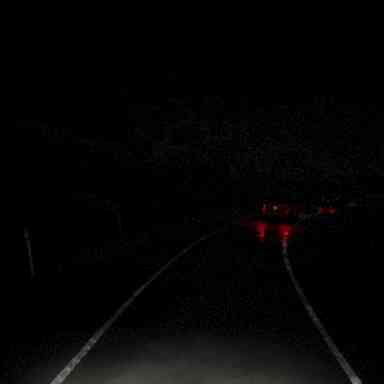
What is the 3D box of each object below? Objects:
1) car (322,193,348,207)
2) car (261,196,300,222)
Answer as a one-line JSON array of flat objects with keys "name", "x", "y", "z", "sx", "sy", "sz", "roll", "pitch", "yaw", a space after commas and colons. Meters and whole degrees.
[{"name": "car", "x": 16.458, "y": 0.805, "z": 38.200, "sx": 1.812, "sy": 1.442, "sz": 4.674, "roll": 5, "pitch": 5, "yaw": 41}, {"name": "car", "x": 6.542, "y": 1.049, "z": 24.275, "sx": 2.097, "sy": 1.767, "sz": 4.553, "roll": 3, "pitch": 3, "yaw": 26}]
